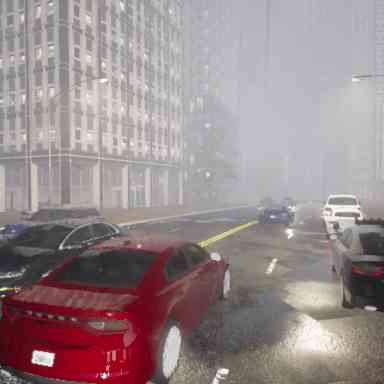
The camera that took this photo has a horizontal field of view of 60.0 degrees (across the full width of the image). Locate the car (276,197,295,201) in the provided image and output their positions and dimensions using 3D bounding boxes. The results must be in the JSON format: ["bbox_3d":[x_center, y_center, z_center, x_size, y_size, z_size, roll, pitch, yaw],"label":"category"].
[{"bbox_3d":[13.740,1.478,47.555,1.812,1.442,4.674,0,0,26],"label":"car"}]

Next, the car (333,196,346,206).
[{"bbox_3d":[25.051,1.431,56.711,1.882,1.535,5.008,0,0,22],"label":"car"}]

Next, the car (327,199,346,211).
[{"bbox_3d":[17.983,1.578,41.226,1.895,1.301,4.718,0,0,27],"label":"car"}]

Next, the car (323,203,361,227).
[{"bbox_3d":[7.694,1.520,16.659,1.812,1.442,4.674,0,0,22],"label":"car"}]

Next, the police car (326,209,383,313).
[{"bbox_3d":[4.311,1.422,7.629,1.930,1.638,5.238,0,0,19],"label":"police car"}]

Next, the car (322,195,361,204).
[{"bbox_3d":[9.942,1.216,22.095,2.150,2.045,5.566,0,0,23],"label":"car"}]

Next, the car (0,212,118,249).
[{"bbox_3d":[-3.313,1.499,8.545,1.837,1.490,4.892,0,0,19],"label":"car"}]

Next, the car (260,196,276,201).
[{"bbox_3d":[11.641,1.420,50.688,1.882,1.535,5.008,0,0,25],"label":"car"}]

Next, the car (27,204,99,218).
[{"bbox_3d":[-5.210,1.341,12.916,2.097,1.767,4.553,0,0,20],"label":"car"}]

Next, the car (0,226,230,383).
[{"bbox_3d":[-0.676,1.475,5.599,1.882,1.535,5.008,0,0,18],"label":"car"}]

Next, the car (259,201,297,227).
[{"bbox_3d":[5.932,1.549,23.018,1.994,1.385,4.181,0,0,23],"label":"car"}]
